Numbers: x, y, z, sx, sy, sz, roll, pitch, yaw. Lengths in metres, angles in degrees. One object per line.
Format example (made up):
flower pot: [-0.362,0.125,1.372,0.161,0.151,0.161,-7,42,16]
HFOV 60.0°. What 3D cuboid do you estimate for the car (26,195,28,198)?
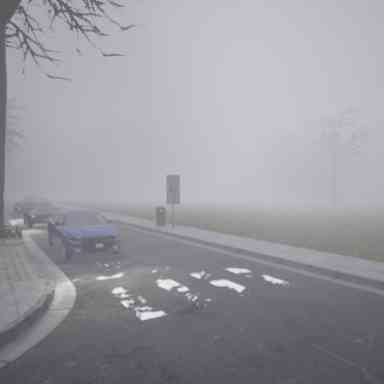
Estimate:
car: [-25.713,1.268,53.247,1.837,1.490,4.892,0,0,-32]

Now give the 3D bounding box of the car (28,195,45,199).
car: [-20.450,1.376,44.680,1.994,1.385,4.181,0,0,-30]

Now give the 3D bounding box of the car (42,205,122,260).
car: [-4.271,1.449,12.778,1.882,1.535,5.008,0,0,-32]

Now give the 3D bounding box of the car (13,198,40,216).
car: [-15.371,1.482,30.840,1.895,1.301,4.718,0,0,-32]

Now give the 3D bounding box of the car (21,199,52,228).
car: [-9.989,1.452,22.082,1.812,1.442,4.674,0,0,-32]
